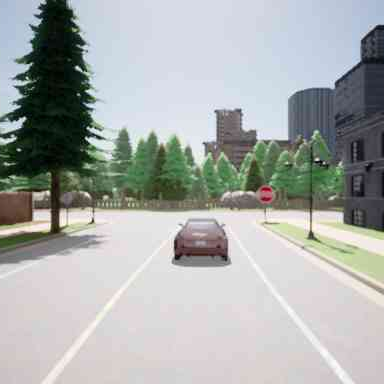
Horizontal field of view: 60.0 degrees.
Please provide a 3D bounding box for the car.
[{"bbox_3d":[0.395,1.703,13.191,1.994,1.385,4.181,0,0,3],"label":"car"}]
